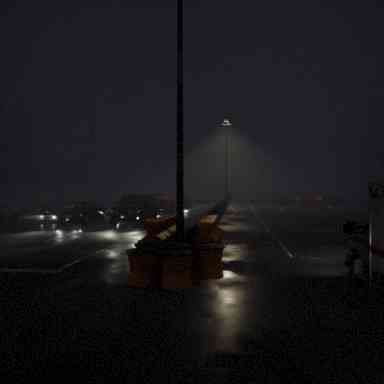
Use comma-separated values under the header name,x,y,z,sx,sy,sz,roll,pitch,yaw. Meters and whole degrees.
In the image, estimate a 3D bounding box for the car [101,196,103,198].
name,x,y,z,sx,sy,sz,roll,pitch,yaw
car,-11.511,1.296,45.335,2.128,1.511,4.902,0,1,8

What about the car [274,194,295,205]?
name,x,y,z,sx,sy,sz,roll,pitch,yaw
car,14.049,1.216,50.745,1.812,1.442,4.674,0,1,8

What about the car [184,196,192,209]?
name,x,y,z,sx,sy,sz,roll,pitch,yaw
car,-1.226,1.294,43.070,1.882,1.535,5.008,0,1,8

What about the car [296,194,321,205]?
name,x,y,z,sx,sy,sz,roll,pitch,yaw
car,17.521,1.291,50.300,1.895,1.301,4.718,0,1,8

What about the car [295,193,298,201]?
name,x,y,z,sx,sy,sz,roll,pitch,yaw
car,18.877,1.028,60.177,1.837,1.490,4.892,0,1,8

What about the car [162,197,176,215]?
name,x,y,z,sx,sy,sz,roll,pitch,yaw
car,-2.588,1.475,33.139,1.994,1.385,4.181,0,0,8

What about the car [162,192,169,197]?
name,x,y,z,sx,sy,sz,roll,pitch,yaw
car,-4.503,1.023,44.898,2.150,2.045,5.566,0,0,8

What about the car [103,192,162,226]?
name,x,y,z,sx,sy,sz,roll,pitch,yaw
car,-3.937,1.179,23.267,2.150,2.045,5.566,0,0,8

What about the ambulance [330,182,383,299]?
name,x,y,z,sx,sy,sz,roll,pitch,yaw
ambulance,4.415,1.028,5.336,2.351,2.431,6.366,0,0,7

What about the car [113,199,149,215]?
name,x,y,z,sx,sy,sz,roll,pitch,yaw
car,-6.052,1.457,33.721,2.033,1.411,5.357,0,0,8

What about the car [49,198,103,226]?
name,x,y,z,sx,sy,sz,roll,pitch,yaw
car,-7.474,1.451,23.213,2.128,1.511,4.902,0,0,8

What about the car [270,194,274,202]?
name,x,y,z,sx,sy,sz,roll,pitch,yaw
car,15.410,1.070,60.654,2.033,1.411,5.357,0,1,8

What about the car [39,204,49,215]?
name,x,y,z,sx,sy,sz,roll,pitch,yaw
car,-13.133,1.464,33.618,2.033,1.411,5.357,0,0,8

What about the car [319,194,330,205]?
name,x,y,z,sx,sy,sz,roll,pitch,yaw
car,20.979,1.044,49.756,2.097,1.767,4.553,0,1,8

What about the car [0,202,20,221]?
name,x,y,z,sx,sy,sz,roll,pitch,yaw
car,-14.427,1.484,24.033,1.812,1.442,4.674,0,0,8
